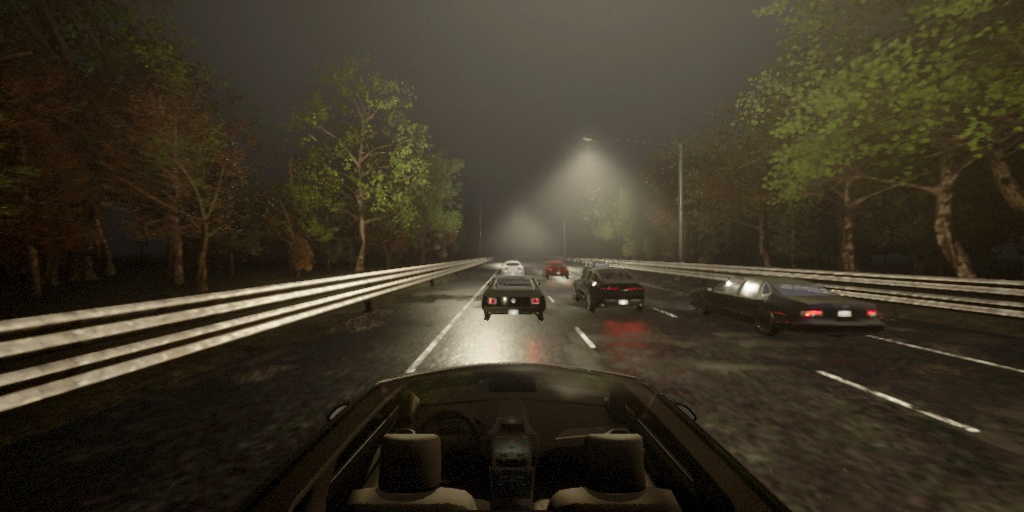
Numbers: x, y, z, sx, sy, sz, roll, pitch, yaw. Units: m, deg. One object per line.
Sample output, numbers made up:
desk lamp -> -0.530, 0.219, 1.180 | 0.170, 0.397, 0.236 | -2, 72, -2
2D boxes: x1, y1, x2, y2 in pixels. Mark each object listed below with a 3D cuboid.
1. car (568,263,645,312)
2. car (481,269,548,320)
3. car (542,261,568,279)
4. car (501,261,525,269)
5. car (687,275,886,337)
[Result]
car -> 3.571, 1.193, 13.879 | 1.837, 1.490, 4.892 | 0, 1, 0
car -> 0.062, 1.295, 12.369 | 1.895, 1.301, 4.718 | 0, 0, 0
car -> 3.575, 1.124, 29.856 | 1.812, 1.442, 4.674 | 0, 0, 0
car -> 0.074, 1.125, 29.767 | 1.812, 1.442, 4.674 | 0, 0, 0
car -> 7.045, 1.254, 10.088 | 2.033, 1.411, 5.357 | 0, 0, 0
